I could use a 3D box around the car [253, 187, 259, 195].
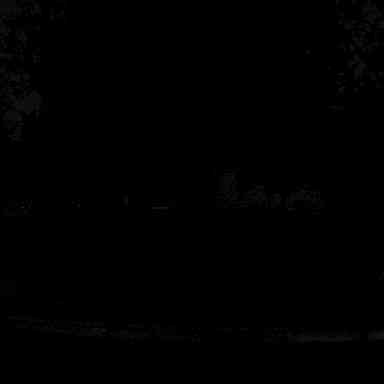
[{"bbox_3d":[13.885,0.088,79.940,1.946,1.575,5.366,0,3,25],"label":"car"}]

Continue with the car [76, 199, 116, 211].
[{"bbox_3d":[-11.925,1.565,41.328,4.892,1.490,1.837,0,0,-24],"label":"car"}]

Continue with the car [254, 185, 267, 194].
[{"bbox_3d":[18.584,-0.780,90.220,2.435,2.045,5.566,0,3,24],"label":"car"}]

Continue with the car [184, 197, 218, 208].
[{"bbox_3d":[1.208,1.464,44.873,4.553,1.767,2.097,0,0,5],"label":"car"}]

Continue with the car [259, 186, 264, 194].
[{"bbox_3d":[16.177,-0.214,84.958,1.946,1.575,5.366,0,3,25],"label":"car"}]

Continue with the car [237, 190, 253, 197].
[{"bbox_3d":[11.584,0.392,74.928,1.946,1.575,5.366,0,3,25],"label":"car"}]

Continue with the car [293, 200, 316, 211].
[{"bbox_3d":[14.496,1.703,43.036,1.812,1.442,4.674,0,1,0],"label":"car"}]

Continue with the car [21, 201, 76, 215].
[{"bbox_3d":[-14.814,1.622,33.988,1.895,1.301,4.718,0,0,39],"label":"car"}]
